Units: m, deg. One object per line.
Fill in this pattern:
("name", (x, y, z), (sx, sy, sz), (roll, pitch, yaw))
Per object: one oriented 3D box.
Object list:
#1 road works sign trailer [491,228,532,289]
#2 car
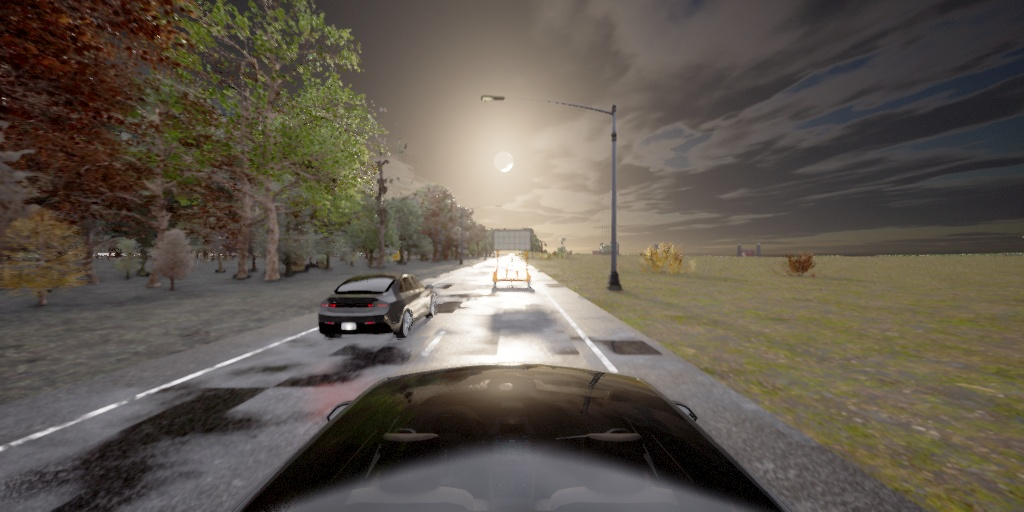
("road works sign trailer", (0.006, 0.097, 22.118), (2.380, 3.560, 2.880), (0, 0, 0))
("car", (-3.400, 1.208, 9.891), (1.837, 1.490, 4.892), (0, 0, 0))
